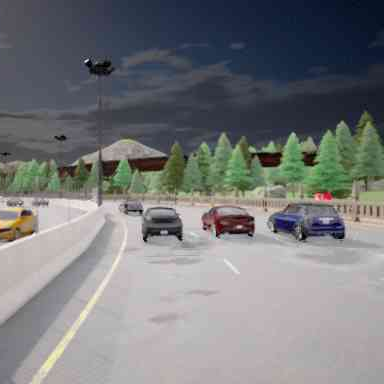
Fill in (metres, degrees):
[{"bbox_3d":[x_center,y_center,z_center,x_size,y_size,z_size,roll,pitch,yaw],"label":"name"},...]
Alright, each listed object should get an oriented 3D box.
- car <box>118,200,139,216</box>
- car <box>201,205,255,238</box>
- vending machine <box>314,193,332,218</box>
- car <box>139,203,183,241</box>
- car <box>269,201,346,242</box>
[{"bbox_3d":[-6.387,1.529,34.589,2.033,1.411,5.357,0,0,-21],"label":"car"},{"bbox_3d":[1.774,1.450,17.718,1.882,1.535,5.008,0,0,-9],"label":"car"},{"bbox_3d":[11.161,1.122,28.342,1.100,2.100,0.880,0,0,-15],"label":"vending machine"},{"bbox_3d":[-1.598,1.491,16.760,1.837,1.490,4.892,0,0,-9],"label":"car"},{"bbox_3d":[5.491,1.313,16.516,2.097,1.767,4.553,0,0,-9],"label":"car"}]
